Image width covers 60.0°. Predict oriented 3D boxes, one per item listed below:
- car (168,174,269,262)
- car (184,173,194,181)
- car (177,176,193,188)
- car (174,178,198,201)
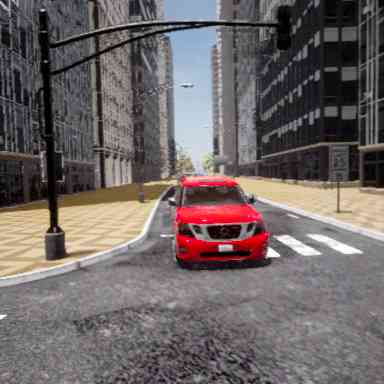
[{"bbox_3d":[0.505,0.621,9.855,2.150,2.045,5.566,-2,5,-4],"label":"car"},{"bbox_3d":[-0.610,-3.090,69.413,1.882,1.535,5.008,-1,4,1],"label":"car"},{"bbox_3d":[-0.902,-1.501,47.215,2.128,1.511,4.902,-1,4,0],"label":"car"},{"bbox_3d":[-0.531,-0.263,28.319,1.837,1.490,4.892,-2,5,-2],"label":"car"}]
